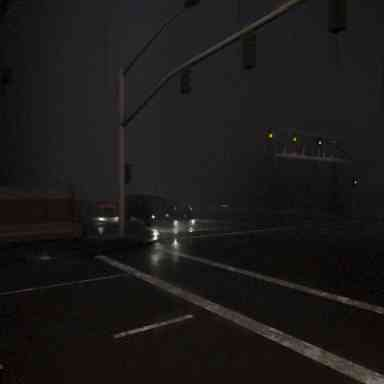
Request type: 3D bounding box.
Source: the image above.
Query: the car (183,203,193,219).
[{"bbox_3d":[-1.867,1.352,28.620,2.097,1.767,4.553,0,0,-36],"label":"car"}]

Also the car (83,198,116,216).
[{"bbox_3d":[-9.045,1.478,32.612,1.882,1.535,5.008,0,0,-36],"label":"car"}]

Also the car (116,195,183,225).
[{"bbox_3d":[-3.282,1.222,24.587,2.150,2.045,5.566,0,0,-36],"label":"car"}]

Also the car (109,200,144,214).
[{"bbox_3d":[-7.111,1.601,35.918,1.895,1.301,4.718,0,0,-36],"label":"car"}]

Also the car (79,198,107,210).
[{"bbox_3d":[-13.315,1.547,44.569,2.033,1.411,5.357,0,0,-36],"label":"car"}]
